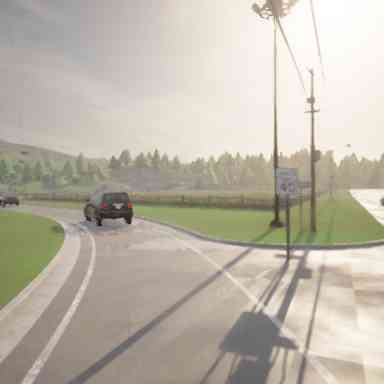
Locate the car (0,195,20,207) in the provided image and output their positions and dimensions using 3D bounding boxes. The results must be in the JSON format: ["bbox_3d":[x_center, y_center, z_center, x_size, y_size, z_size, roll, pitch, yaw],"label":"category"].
[{"bbox_3d":[-24.676,1.167,44.833,1.837,1.490,4.892,-1,1,-41],"label":"car"}]

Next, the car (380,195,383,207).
[{"bbox_3d":[21.266,0.813,35.387,1.994,1.385,4.181,0,1,24],"label":"car"}]

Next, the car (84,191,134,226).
[{"bbox_3d":[-5.530,0.979,21.734,2.150,2.045,5.566,-1,0,-28],"label":"car"}]
